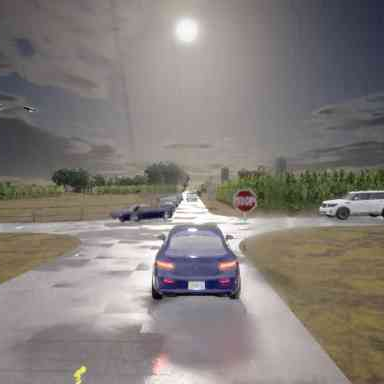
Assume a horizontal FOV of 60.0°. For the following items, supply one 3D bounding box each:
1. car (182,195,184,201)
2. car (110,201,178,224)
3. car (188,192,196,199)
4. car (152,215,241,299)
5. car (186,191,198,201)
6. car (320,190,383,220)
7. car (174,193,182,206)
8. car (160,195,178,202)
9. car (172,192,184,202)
[{"bbox_3d":[-2.853,1.328,56.279,1.895,1.301,4.718,0,1,0],"label":"car"},{"bbox_3d":[-3.701,1.613,25.397,4.718,1.301,1.895,-1,0,-40],"label":"car"},{"bbox_3d":[-0.034,0.818,79.429,1.812,1.442,4.674,0,1,0],"label":"car"},{"bbox_3d":[0.089,1.525,8.308,1.812,1.442,4.674,0,0,0],"label":"car"},{"bbox_3d":[-0.030,0.813,69.038,2.150,2.045,5.566,0,1,0],"label":"car"},{"bbox_3d":[12.447,0.933,24.651,5.566,2.045,2.150,-1,0,0],"label":"car"},{"bbox_3d":[-2.862,1.285,46.965,1.882,1.535,5.008,0,0,0],"label":"car"},{"bbox_3d":[-2.807,1.386,37.147,1.837,1.490,4.892,0,0,-2],"label":"car"},{"bbox_3d":[-2.802,0.966,67.085,2.097,1.767,4.553,0,1,0],"label":"car"}]
